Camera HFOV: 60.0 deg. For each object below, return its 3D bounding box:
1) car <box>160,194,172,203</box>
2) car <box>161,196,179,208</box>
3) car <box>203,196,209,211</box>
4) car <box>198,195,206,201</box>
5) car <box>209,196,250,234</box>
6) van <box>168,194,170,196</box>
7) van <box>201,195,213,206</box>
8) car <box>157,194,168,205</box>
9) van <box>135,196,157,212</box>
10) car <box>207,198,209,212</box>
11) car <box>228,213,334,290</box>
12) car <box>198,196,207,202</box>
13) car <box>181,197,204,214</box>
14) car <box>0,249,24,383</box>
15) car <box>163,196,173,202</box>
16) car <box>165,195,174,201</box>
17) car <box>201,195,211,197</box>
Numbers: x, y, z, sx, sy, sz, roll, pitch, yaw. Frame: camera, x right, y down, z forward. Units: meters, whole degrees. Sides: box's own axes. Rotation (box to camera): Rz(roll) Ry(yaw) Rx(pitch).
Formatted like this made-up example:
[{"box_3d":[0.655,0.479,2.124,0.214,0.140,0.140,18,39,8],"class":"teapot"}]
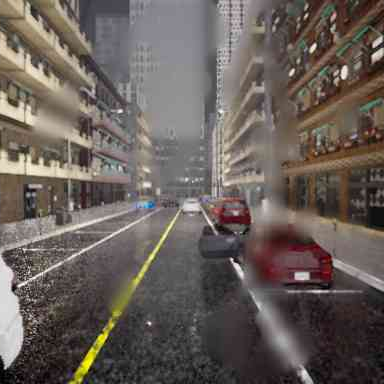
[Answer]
[{"box_3d":[-5.486,1.351,71.302,2.192,1.841,5.009,-1,0,0],"class":"car"},{"box_3d":[-2.856,1.599,47.641,1.994,1.385,4.181,0,0,0],"class":"car"},{"box_3d":[2.472,1.547,38.215,1.752,1.417,4.829,-1,0,0],"class":"car"},{"box_3d":[2.372,1.564,82.607,1.752,1.417,4.829,-1,0,0],"class":"car"},{"box_3d":[2.507,1.328,21.398,2.192,1.841,5.009,-1,0,0],"class":"car"},{"box_3d":[-5.460,1.373,60.204,1.690,1.788,3.998,-1,0,0],"class":"van"},{"box_3d":[2.432,1.371,54.692,1.690,1.788,3.998,-1,0,0],"class":"van"},{"box_3d":[-5.447,1.470,54.655,1.967,1.590,4.097,-1,0,0],"class":"car"},{"box_3d":[-5.410,1.363,38.008,1.690,1.788,3.998,-1,0,0],"class":"van"},{"box_3d":[2.496,1.456,26.947,1.967,1.590,4.097,-1,0,0],"class":"car"},{"box_3d":[2.208,1.532,8.993,1.812,1.442,4.674,0,0,0],"class":"car"},{"box_3d":[2.385,1.582,76.888,1.887,1.381,4.507,-1,0,0],"class":"car"},{"box_3d":[-0.014,1.546,34.989,1.812,1.442,4.674,0,0,0],"class":"car"},{"box_3d":[-2.850,1.222,1.262,2.150,2.045,5.566,0,0,0],"class":"car"},{"box_3d":[-5.495,1.603,76.851,1.947,1.339,4.313,-1,0,0],"class":"car"},{"box_3d":[-5.508,1.584,82.400,1.887,1.381,4.507,-1,0,0],"class":"car"},{"box_3d":[2.459,1.465,43.594,1.967,1.590,4.097,-1,0,0],"class":"car"}]
